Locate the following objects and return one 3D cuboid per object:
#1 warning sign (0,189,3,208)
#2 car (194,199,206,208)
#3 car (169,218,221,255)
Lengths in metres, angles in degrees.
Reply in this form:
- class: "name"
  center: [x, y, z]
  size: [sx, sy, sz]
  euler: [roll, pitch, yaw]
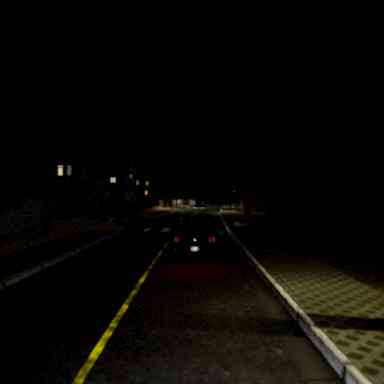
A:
- class: "warning sign"
  center: [-19.217, 0.613, 32.202]
  size: [1.060, 1.860, 1.300]
  euler: [0, 2, 2]
- class: "car"
  center: [1.675, 2.280, 67.658]
  size: [2.097, 1.767, 4.553]
  euler: [0, -1, 8]
- class: "car"
  center: [0.161, 1.750, 14.052]
  size: [1.895, 1.301, 4.718]
  euler: [0, -1, 2]
